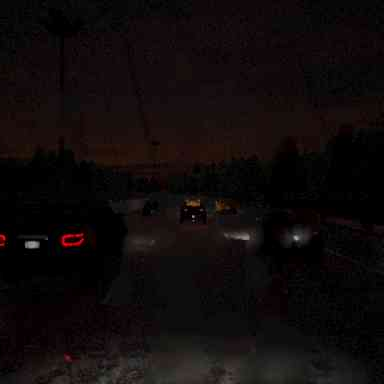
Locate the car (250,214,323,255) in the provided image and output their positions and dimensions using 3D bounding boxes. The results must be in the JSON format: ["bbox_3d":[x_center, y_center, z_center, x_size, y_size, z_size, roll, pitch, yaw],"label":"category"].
[{"bbox_3d":[3.602,1.554,13.318,1.994,1.385,4.181,0,0,0],"label":"car"}]

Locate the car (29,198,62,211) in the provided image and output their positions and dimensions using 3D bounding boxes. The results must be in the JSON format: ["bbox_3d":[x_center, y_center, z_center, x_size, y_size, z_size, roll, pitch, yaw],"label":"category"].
[{"bbox_3d":[-17.586,1.477,40.123,1.837,1.490,4.892,0,-1,0],"label":"car"}]

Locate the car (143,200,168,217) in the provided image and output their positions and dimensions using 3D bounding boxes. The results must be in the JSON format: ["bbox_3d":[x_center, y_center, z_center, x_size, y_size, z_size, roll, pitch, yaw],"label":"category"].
[{"bbox_3d":[-3.397,1.468,31.068,2.128,1.511,4.902,0,0,0],"label":"car"}]

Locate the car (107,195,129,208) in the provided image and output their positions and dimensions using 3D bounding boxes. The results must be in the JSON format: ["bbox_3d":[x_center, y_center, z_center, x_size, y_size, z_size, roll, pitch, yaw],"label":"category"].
[{"bbox_3d":[-10.564,1.317,47.789,2.097,1.767,4.553,0,0,0],"label":"car"}]

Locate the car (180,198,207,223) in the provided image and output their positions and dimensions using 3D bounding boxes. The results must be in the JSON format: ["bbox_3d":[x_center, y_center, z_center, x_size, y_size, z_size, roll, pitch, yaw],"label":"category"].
[{"bbox_3d":[0.102,1.472,25.301,2.128,1.511,4.902,0,0,0],"label":"car"}]

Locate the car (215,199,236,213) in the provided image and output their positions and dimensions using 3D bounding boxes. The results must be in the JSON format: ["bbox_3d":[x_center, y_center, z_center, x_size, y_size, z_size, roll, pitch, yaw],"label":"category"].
[{"bbox_3d":[3.602,1.451,36.174,1.882,1.535,5.008,0,0,0],"label":"car"}]

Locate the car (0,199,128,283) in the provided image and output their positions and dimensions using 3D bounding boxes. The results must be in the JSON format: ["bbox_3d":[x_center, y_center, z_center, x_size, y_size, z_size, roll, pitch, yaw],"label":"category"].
[{"bbox_3d":[-3.399,1.214,9.757,2.150,2.045,5.566,0,0,0],"label":"car"}]
